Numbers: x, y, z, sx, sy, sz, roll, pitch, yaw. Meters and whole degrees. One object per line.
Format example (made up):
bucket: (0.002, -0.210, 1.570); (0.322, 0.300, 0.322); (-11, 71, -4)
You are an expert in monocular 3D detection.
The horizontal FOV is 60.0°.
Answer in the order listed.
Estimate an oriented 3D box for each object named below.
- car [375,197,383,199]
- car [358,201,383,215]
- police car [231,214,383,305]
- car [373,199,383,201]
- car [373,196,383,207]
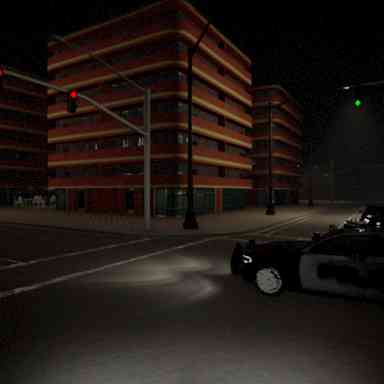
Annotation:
car: (21.451, 1.475, 37.897); (2.128, 1.511, 4.902); (0, 0, 30)
car: (11.505, 1.511, 20.494); (1.837, 1.490, 4.892); (0, 0, 30)
police car: (3.388, 1.419, 7.042); (5.238, 1.638, 1.930); (0, 0, 32)
car: (16.453, 1.559, 29.154); (1.994, 1.385, 4.181); (0, 0, 30)
car: (29.431, 1.458, 51.739); (2.128, 1.511, 4.902); (0, 0, 30)
